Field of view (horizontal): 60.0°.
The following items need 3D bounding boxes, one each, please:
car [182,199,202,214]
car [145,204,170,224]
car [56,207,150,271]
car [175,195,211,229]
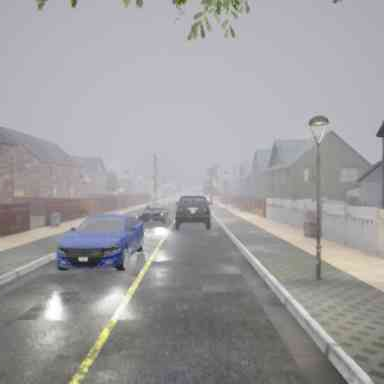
[{"bbox_3d":[0.071,1.524,36.491,2.033,1.411,5.357,0,0,1],"label":"car"},{"bbox_3d":[-2.739,1.586,24.762,1.895,1.301,4.718,0,0,0],"label":"car"},{"bbox_3d":[-2.788,1.471,11.097,1.882,1.535,5.008,0,0,1],"label":"car"},{"bbox_3d":[0.068,1.208,21.549,2.150,2.045,5.566,0,0,0],"label":"car"}]
